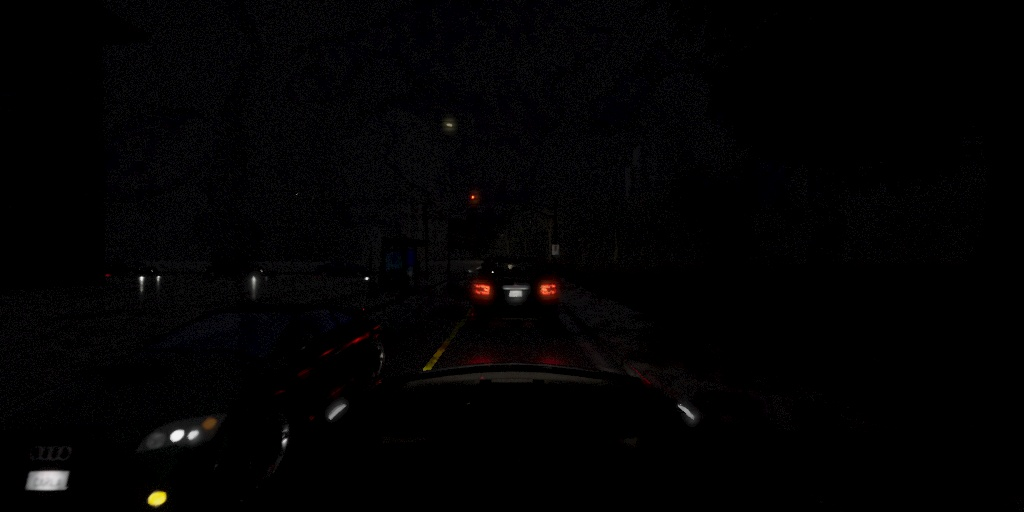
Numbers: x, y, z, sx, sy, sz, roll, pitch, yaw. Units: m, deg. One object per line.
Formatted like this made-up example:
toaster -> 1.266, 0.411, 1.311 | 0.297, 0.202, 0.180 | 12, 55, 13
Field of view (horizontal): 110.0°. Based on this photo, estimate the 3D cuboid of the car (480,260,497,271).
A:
car -> -3.087, 1.249, 48.203 | 2.033, 1.411, 5.357 | 0, 0, 0

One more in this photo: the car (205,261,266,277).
car -> -25.346, 1.175, 32.938 | 4.892, 1.490, 1.837 | 0, 1, 1

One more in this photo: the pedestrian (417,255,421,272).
pedestrian -> -10.075, 0.800, 38.781 | 0.375, 1.860, 0.375 | 0, 0, 1

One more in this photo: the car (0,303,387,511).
car -> -3.098, 1.313, 4.383 | 1.994, 1.385, 4.181 | 0, 0, 0

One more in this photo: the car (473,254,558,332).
car -> 0.098, 0.968, 10.992 | 2.150, 2.045, 5.566 | 0, 0, 0

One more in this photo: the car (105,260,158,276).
car -> -35.719, 1.145, 33.214 | 4.892, 1.490, 1.837 | 0, 1, 2

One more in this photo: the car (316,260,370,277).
car -> -15.160, 1.176, 32.680 | 5.008, 1.535, 1.882 | 0, 0, 0
